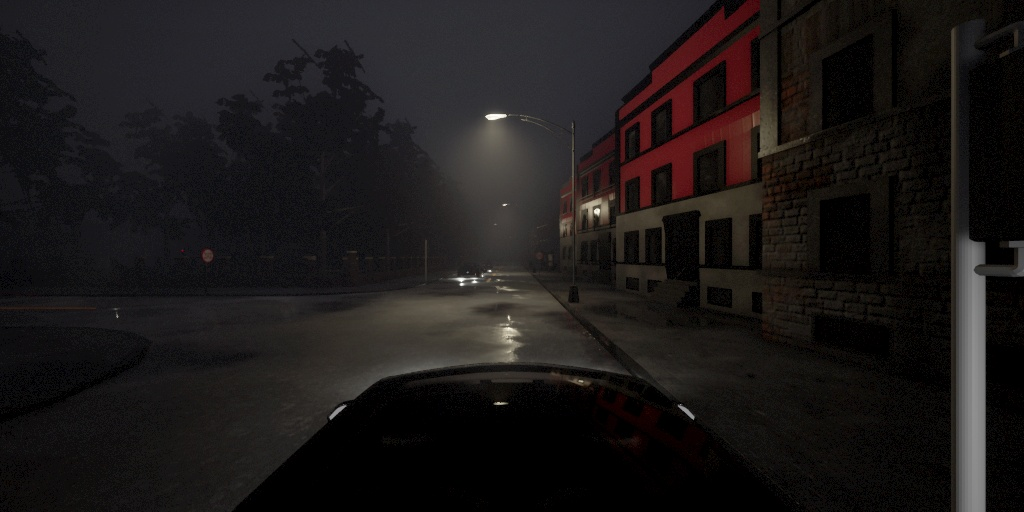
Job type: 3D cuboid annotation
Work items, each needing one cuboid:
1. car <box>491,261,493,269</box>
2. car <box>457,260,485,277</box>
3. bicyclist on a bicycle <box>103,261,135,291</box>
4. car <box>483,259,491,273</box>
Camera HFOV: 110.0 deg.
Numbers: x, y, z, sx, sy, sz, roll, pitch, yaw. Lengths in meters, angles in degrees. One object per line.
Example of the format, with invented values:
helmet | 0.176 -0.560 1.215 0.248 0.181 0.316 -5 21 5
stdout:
car | -3.971 1.228 54.351 1.882 1.535 5.008 0 0 0
car | -4.036 1.314 34.647 1.994 1.385 4.181 0 0 0
bicyclist on a bicycle | -21.814 1.099 19.925 0.582 1.620 1.656 0 0 0
car | -4.017 1.297 43.939 2.033 1.411 5.357 0 0 0
